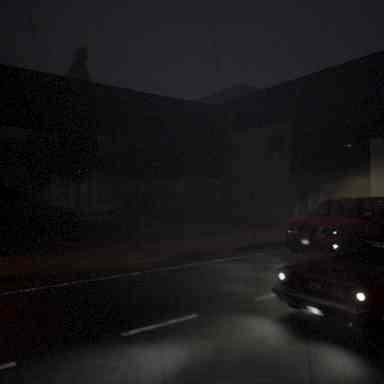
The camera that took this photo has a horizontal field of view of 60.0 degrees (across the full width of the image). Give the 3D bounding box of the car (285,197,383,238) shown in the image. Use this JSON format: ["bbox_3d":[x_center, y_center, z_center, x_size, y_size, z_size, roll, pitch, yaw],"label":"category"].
[{"bbox_3d":[5.890,1.231,12.500,5.566,2.045,2.150,-1,1,-37],"label":"car"}]

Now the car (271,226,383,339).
[{"bbox_3d":[3.787,1.610,6.666,4.718,1.301,1.895,0,0,-35],"label":"car"}]
